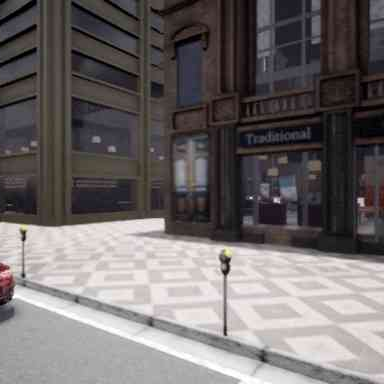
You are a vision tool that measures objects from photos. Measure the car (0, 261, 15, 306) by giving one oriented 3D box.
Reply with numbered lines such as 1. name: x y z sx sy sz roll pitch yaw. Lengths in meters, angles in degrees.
1. car: -5.143 1.581 6.633 4.206 1.307 1.802 0 0 36
